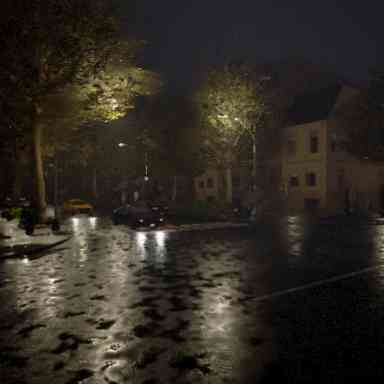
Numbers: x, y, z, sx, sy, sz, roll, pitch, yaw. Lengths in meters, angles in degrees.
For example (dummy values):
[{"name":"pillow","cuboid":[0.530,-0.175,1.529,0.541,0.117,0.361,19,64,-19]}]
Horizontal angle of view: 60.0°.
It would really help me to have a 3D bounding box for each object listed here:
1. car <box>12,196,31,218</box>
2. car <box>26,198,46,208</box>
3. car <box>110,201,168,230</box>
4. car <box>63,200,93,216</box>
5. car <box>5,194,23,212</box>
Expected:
[{"name":"car","cuboid":[-16.755,1.496,34.338,2.231,1.521,4.892,0,0,-35]},{"name":"car","cuboid":[-23.632,1.587,50.251,1.994,1.385,4.181,0,0,-35]},{"name":"car","cuboid":[-3.762,1.568,21.868,2.033,1.411,5.357,0,0,-33]},{"name":"car","cuboid":[-11.262,1.499,32.693,1.882,1.535,5.008,0,0,-35]},{"name":"car","cuboid":[-24.574,1.245,46.405,2.435,2.045,5.566,0,0,-35]}]
